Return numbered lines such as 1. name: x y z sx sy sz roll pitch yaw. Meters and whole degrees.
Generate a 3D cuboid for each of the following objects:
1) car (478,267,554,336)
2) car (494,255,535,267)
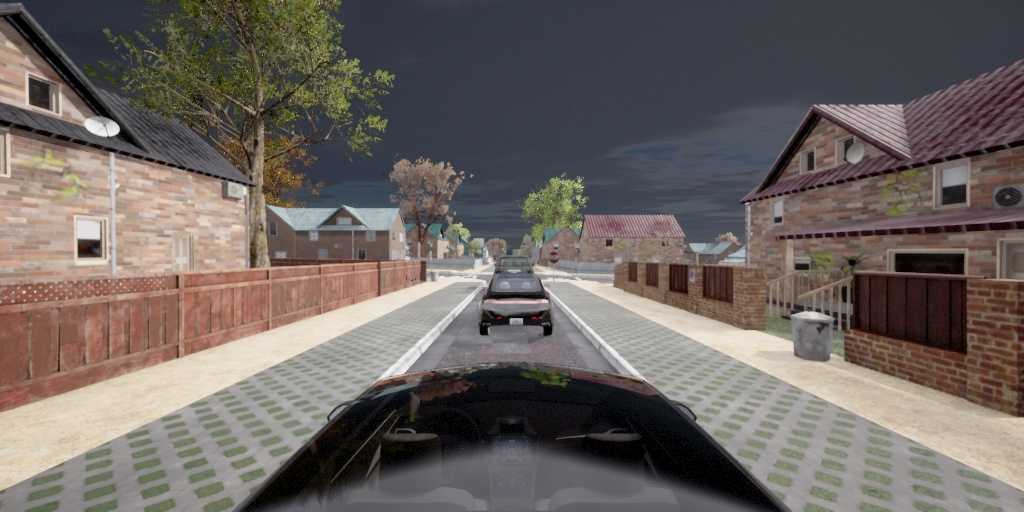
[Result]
1. car: 0.102 1.240 10.392 2.128 1.511 4.902 0 0 0
2. car: 0.125 0.975 20.465 2.150 2.045 5.566 0 0 1
